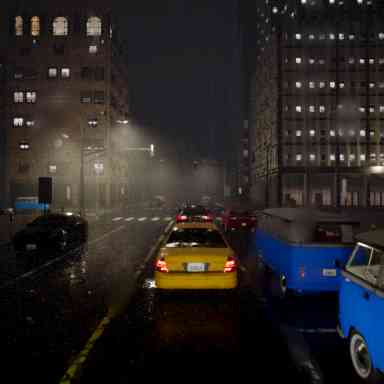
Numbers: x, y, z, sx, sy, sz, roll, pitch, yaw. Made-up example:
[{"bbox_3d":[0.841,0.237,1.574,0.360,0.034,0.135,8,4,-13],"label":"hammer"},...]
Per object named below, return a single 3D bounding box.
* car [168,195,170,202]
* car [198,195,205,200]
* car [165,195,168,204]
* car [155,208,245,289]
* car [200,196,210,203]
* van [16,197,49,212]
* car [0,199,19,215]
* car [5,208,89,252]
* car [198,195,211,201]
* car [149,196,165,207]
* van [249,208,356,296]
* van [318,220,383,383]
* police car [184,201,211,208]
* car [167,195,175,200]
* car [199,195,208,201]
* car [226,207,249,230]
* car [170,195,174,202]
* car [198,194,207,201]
[{"bbox_3d":[-5.683,1.560,63.272,1.802,1.307,4.206,1,0,0],"label":"car"},{"bbox_3d":[2.697,1.472,91.699,1.752,1.417,4.829,1,0,0],"label":"car"},{"bbox_3d":[-5.680,1.424,57.621,1.967,1.590,4.097,1,0,0],"label":"car"},{"bbox_3d":[0.097,1.458,9.131,1.801,1.575,5.366,0,0,0],"label":"car"},{"bbox_3d":[2.698,1.517,68.923,1.887,1.381,4.507,1,0,0],"label":"car"},{"bbox_3d":[-19.737,1.524,40.838,3.998,1.788,1.690,0,0,1],"label":"van"},{"bbox_3d":[-19.845,1.620,32.456,4.403,1.369,2.008,0,0,1],"label":"car"},{"bbox_3d":[-5.681,1.567,13.954,1.947,1.339,4.313,1,0,0],"label":"car"},{"bbox_3d":[2.698,1.529,63.271,2.008,1.369,4.403,1,0,0],"label":"car"},{"bbox_3d":[-5.683,1.572,51.969,1.802,1.307,4.206,1,0,0],"label":"car"},{"bbox_3d":[2.703,1.343,8.371,1.690,1.788,3.998,1,0,0],"label":"van"},{"bbox_3d":[2.703,1.342,2.795,1.690,1.788,3.998,1,0,0],"label":"van"},{"bbox_3d":[0.103,1.505,19.451,2.038,1.542,4.974,0,0,0],"label":"police car"},{"bbox_3d":[-5.684,1.472,91.360,1.752,1.417,4.829,1,0,0],"label":"car"},{"bbox_3d":[2.697,1.510,80.225,2.008,1.369,4.403,1,0,0],"label":"car"},{"bbox_3d":[2.700,1.545,19.525,1.887,1.381,4.507,1,0,0],"label":"car"},{"bbox_3d":[-5.683,1.516,74.575,2.008,1.369,4.403,1,0,0],"label":"car"},{"bbox_3d":[2.698,1.393,85.878,1.967,1.590,4.097,1,0,0],"label":"car"}]
